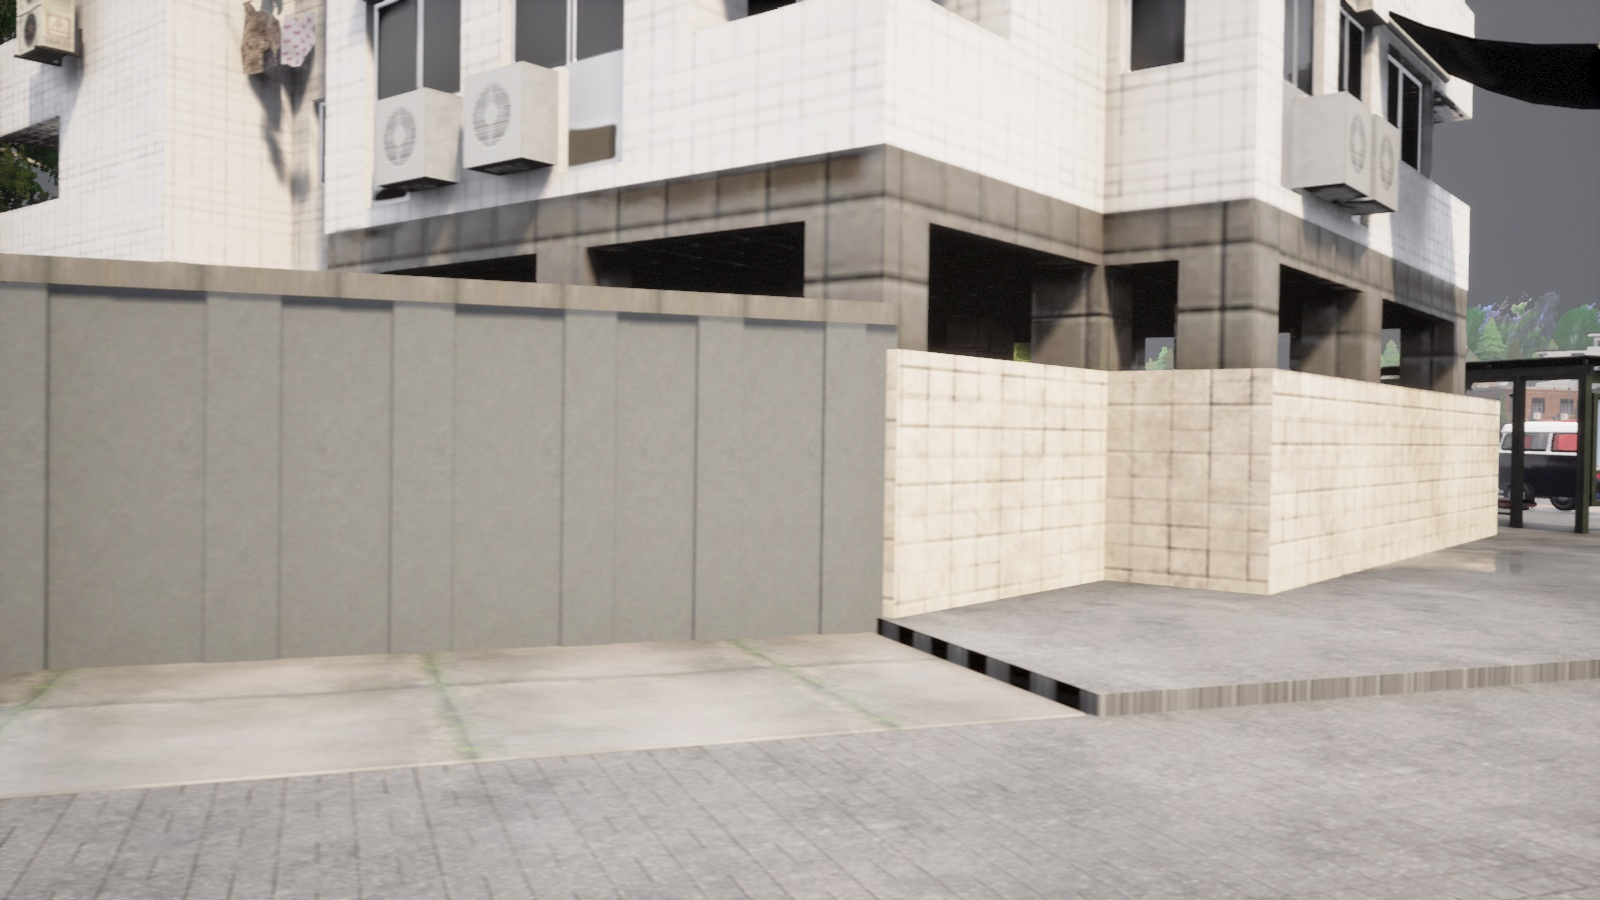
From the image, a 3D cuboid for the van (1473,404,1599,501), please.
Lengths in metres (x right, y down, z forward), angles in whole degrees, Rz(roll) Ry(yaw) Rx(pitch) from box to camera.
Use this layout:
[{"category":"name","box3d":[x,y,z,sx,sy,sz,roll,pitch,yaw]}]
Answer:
[{"category":"van","box3d":[17.434,0.024,27.508,2.069,2.038,4.480,-1,1,-21]}]
